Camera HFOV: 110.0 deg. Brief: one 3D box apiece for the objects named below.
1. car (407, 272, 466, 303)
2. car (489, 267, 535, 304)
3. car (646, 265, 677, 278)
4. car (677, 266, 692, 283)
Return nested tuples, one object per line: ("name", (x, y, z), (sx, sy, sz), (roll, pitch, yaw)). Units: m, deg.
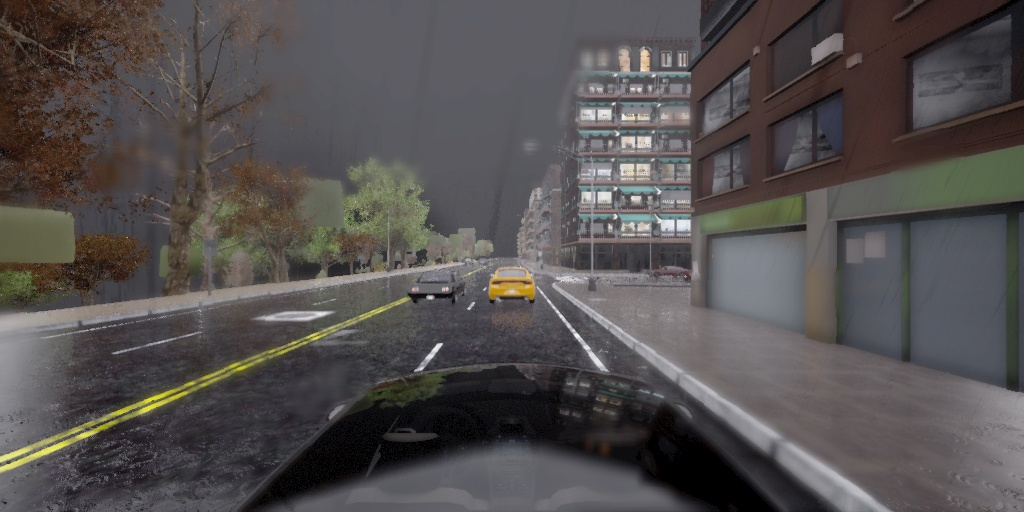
("car", (-3.250, 1.366, 16.530), (1.895, 1.301, 4.718), (0, 0, 0))
("car", (0.001, 1.235, 16.500), (1.882, 1.535, 5.008), (0, 0, 0))
("car", (16.291, 1.615, 37.571), (4.207, 1.307, 1.802), (0, 0, 0))
("car", (16.340, 1.577, 29.223), (4.507, 1.381, 1.888), (0, 0, 0))
